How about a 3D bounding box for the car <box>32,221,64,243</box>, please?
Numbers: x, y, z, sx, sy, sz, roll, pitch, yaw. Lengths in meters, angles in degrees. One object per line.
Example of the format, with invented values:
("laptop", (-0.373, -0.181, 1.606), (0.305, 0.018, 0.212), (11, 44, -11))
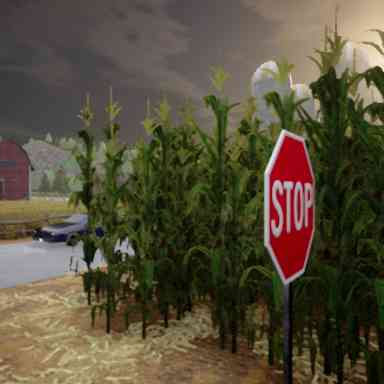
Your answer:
("car", (-5.078, 1.747, 16.753), (2.033, 1.411, 5.357), (0, -1, 35))
